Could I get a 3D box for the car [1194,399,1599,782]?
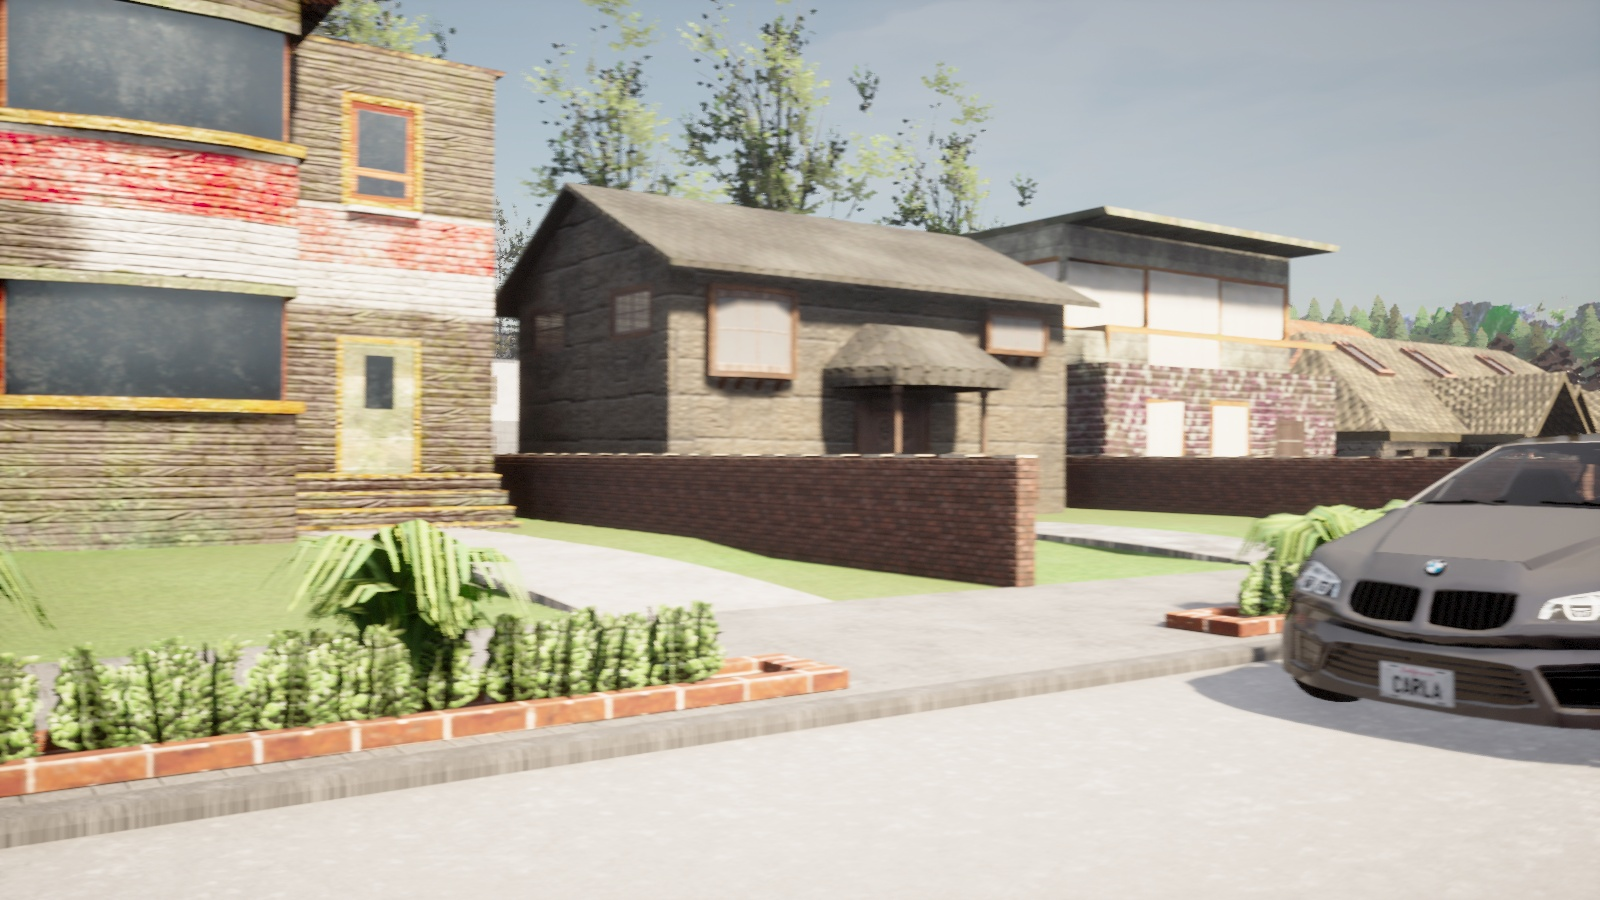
[{"bbox_3d":[4.799,0.618,7.608,4.611,1.667,2.242,0,0,-35],"label":"car"}]
